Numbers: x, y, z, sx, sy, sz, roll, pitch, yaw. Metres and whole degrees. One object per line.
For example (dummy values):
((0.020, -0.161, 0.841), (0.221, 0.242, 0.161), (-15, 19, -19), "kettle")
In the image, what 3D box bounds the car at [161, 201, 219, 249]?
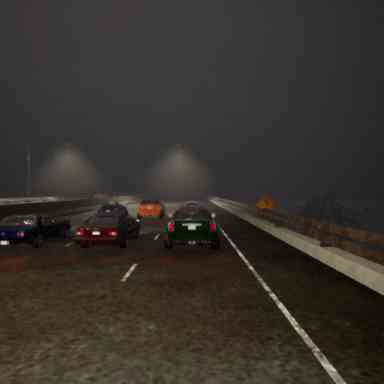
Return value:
((0.000, 1.363, 14.620), (2.097, 1.767, 4.553), (0, 0, 0), "car")

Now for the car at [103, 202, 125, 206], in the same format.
((-7.000, 1.562, 29.651), (1.994, 1.385, 4.181), (0, 0, 0), "car")

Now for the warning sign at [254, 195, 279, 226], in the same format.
((4.559, 1.109, 20.390), (1.300, 1.860, 1.060), (1, 1, 0), "warning sign")

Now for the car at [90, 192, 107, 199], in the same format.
((-21.000, 1.107, 76.677), (2.150, 2.045, 5.566), (0, 0, 0), "car")

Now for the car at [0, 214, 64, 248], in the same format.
((-7.000, 1.614, 14.680), (1.895, 1.301, 4.718), (0, 0, 0), "car")

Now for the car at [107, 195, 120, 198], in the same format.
((-17.500, 1.435, 76.707), (1.994, 1.385, 4.181), (0, 0, 0), "car")

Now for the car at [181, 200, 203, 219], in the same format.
((0.000, 1.523, 29.651), (1.812, 1.442, 4.674), (0, 0, 0), "car")

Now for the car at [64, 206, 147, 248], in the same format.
((-3.500, 1.560, 14.649), (2.033, 1.411, 5.357), (0, 0, 0), "car")

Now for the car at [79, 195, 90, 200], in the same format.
((-24.500, 1.382, 76.708), (1.837, 1.490, 4.892), (0, 0, 0), "car")

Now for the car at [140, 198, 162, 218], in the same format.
((-3.500, 1.356, 29.621), (2.097, 1.767, 4.553), (0, 0, 0), "car")
